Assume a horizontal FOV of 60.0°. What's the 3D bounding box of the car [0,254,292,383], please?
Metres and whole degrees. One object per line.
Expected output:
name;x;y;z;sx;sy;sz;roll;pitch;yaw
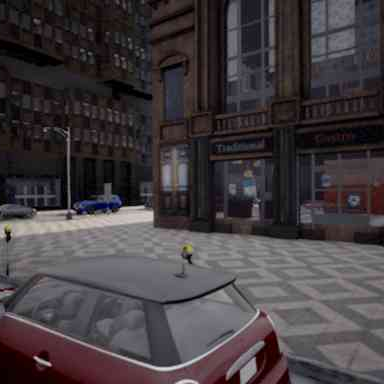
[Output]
car;-1.132;1.462;3.769;4.097;1.590;1.967;-1;0;36

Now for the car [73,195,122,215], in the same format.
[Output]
car;-10.306;1.378;36.631;2.150;2.045;5.566;0;0;35

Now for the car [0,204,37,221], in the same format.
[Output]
car;-15.793;1.741;28.865;1.994;1.385;4.181;0;0;35

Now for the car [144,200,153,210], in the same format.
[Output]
car;-4.396;1.485;44.965;2.097;1.767;4.553;0;0;35
